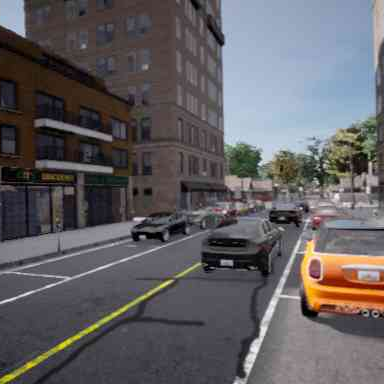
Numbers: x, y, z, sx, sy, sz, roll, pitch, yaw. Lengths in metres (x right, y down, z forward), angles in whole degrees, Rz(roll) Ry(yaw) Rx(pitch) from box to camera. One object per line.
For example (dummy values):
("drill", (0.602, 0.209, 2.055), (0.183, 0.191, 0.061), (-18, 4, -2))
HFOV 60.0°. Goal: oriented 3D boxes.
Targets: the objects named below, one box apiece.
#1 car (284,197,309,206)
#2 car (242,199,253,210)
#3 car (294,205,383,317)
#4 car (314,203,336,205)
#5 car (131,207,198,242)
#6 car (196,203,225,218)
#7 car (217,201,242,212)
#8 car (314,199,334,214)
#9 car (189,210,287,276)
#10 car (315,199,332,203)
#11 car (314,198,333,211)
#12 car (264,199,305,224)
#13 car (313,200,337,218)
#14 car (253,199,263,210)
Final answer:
("car", (11.862, 1.335, 37.110), (2.097, 1.767, 4.553), (-1, 0, 21))
("car", (4.391, 1.644, 32.692), (1.752, 1.417, 4.829), (-1, 0, 21))
("car", (3.521, 1.319, 7.178), (2.097, 1.767, 4.553), (-1, 0, 21))
("car", (7.968, 1.529, 19.668), (1.802, 1.307, 4.206), (-1, 0, 21))
("car", (-1.504, 1.712, 17.403), (1.947, 1.339, 4.313), (-1, 0, 21))
("car", (0.481, 1.686, 22.552), (2.008, 1.369, 4.403), (-1, 0, 21))
("car", (2.464, 1.567, 27.702), (1.967, 1.590, 4.097), (-1, 0, 21))
("car", (13.925, 1.504, 35.114), (1.802, 1.307, 4.206), (-1, 0, 21))
("car", (1.742, 1.532, 10.579), (1.837, 1.490, 4.892), (-1, -1, 21))
("car", (10.014, 1.463, 24.976), (1.752, 1.417, 4.829), (-1, 0, 21))
("car", (15.911, 1.480, 40.263), (1.947, 1.339, 4.313), (-1, 0, 21))
("car", (6.446, 1.481, 22.779), (1.882, 1.535, 5.008), (-1, -1, 21))
("car", (11.939, 1.475, 29.965), (1.887, 1.381, 4.507), (-1, 0, 21))
("car", (6.436, 1.550, 38.000), (1.967, 1.590, 4.097), (-1, 0, 21))
